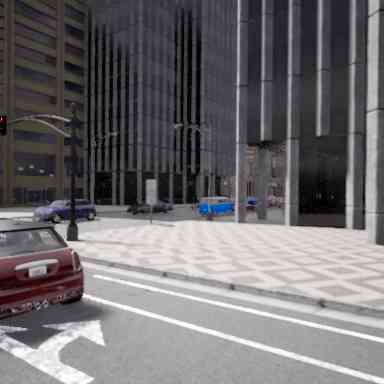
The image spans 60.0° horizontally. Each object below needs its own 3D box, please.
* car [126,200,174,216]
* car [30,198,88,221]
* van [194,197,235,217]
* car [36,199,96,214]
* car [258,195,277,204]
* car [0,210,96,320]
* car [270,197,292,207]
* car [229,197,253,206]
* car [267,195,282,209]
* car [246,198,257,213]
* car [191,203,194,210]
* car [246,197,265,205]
[{"bbox_3d":[-4.026,1.524,33.114,2.033,1.411,5.357,1,1,36],"label":"car"},{"bbox_3d":[-11.046,1.393,27.941,1.967,1.590,4.097,1,1,36],"label":"car"},{"bbox_3d":[2.238,1.387,31.775,1.690,1.788,3.998,1,1,36],"label":"van"},{"bbox_3d":[-9.617,1.340,25.293,2.097,1.767,4.553,1,1,35],"label":"car"},{"bbox_3d":[14.430,1.376,63.231,1.967,1.590,4.097,1,0,36],"label":"car"},{"bbox_3d":[-4.299,1.363,6.934,4.553,1.767,2.097,0,0,37],"label":"car"},{"bbox_3d":[14.139,1.527,52.817,1.812,1.442,4.674,1,0,36],"label":"car"},{"bbox_3d":[8.060,1.471,54.409,1.887,1.381,4.507,1,0,36],"label":"car"},{"bbox_3d":[11.790,1.470,45.010,1.967,1.590,4.097,1,0,36],"label":"car"},{"bbox_3d":[5.421,1.622,36.189,1.802,1.307,4.206,1,1,36],"label":"car"},{"bbox_3d":[1.724,1.490,41.082,1.812,1.442,4.674,1,1,36],"label":"car"},{"bbox_3d":[11.244,1.512,58.820,1.802,1.307,4.206,1,0,36],"label":"car"}]
